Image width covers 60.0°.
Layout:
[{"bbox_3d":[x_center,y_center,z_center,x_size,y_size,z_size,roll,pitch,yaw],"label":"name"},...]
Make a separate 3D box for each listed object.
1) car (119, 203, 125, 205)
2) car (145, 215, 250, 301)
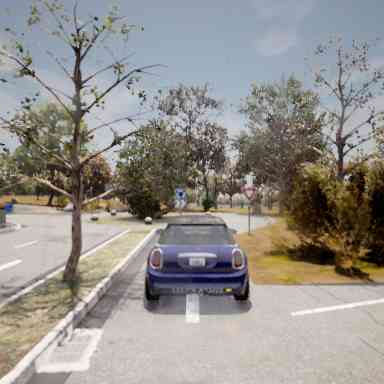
[{"bbox_3d":[-7.353,1.809,43.945,5.008,1.535,1.882,1,-2,18],"label":"car"},{"bbox_3d":[0.107,1.357,8.501,2.097,1.767,4.553,0,0,0],"label":"car"}]
